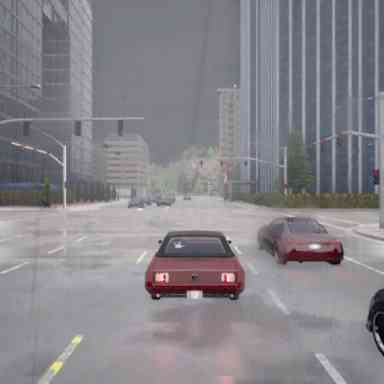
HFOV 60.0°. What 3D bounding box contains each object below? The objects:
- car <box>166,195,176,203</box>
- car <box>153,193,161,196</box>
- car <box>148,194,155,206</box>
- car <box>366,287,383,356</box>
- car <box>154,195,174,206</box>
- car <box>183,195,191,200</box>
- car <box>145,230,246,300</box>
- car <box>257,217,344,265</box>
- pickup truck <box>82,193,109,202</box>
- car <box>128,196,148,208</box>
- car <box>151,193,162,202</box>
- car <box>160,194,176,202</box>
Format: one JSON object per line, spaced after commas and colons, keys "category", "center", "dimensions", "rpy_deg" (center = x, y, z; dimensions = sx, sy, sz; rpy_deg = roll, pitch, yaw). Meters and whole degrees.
{"category": "car", "center": [-4.531, 1.503, 72.479], "dimensions": [2.128, 1.511, 4.902], "rpy_deg": [0, 0, -1]}
{"category": "car", "center": [-7.969, 1.471, 66.126], "dimensions": [2.128, 1.511, 4.902], "rpy_deg": [0, 0, 0]}
{"category": "car", "center": [-7.877, 1.487, 56.039], "dimensions": [1.837, 1.490, 4.892], "rpy_deg": [0, 0, -1]}
{"category": "car", "center": [3.609, 1.563, 3.275], "dimensions": [1.994, 1.385, 4.181], "rpy_deg": [0, 0, -1]}
{"category": "car", "center": [-4.317, 1.548, 51.991], "dimensions": [1.994, 1.385, 4.181], "rpy_deg": [0, 0, -1]}
{"category": "car", "center": [-1.259, 1.525, 88.602], "dimensions": [1.994, 1.385, 4.181], "rpy_deg": [0, 0, -1]}
{"category": "car", "center": [0.074, 1.598, 8.329], "dimensions": [1.895, 1.301, 4.718], "rpy_deg": [0, 0, 0]}
{"category": "car", "center": [3.581, 1.560, 11.686], "dimensions": [1.994, 1.385, 4.181], "rpy_deg": [0, 0, 0]}
{"category": "pickup truck", "center": [-21.167, 1.036, 73.385], "dimensions": [2.390, 2.098, 6.274], "rpy_deg": [0, 0, 30]}
{"category": "car", "center": [-7.748, 1.490, 46.666], "dimensions": [1.837, 1.490, 4.892], "rpy_deg": [0, 0, -1]}
{"category": "car", "center": [-8.091, 1.195, 76.708], "dimensions": [2.150, 2.045, 5.566], "rpy_deg": [0, 0, -1]}
{"category": "car", "center": [-4.442, 1.485, 62.182], "dimensions": [1.837, 1.490, 4.892], "rpy_deg": [0, 0, -1]}
